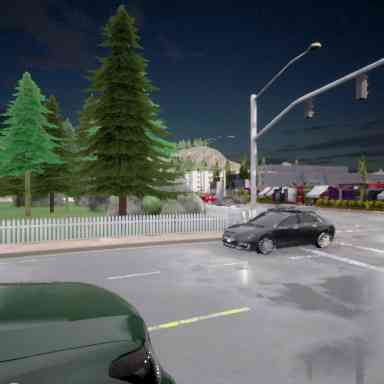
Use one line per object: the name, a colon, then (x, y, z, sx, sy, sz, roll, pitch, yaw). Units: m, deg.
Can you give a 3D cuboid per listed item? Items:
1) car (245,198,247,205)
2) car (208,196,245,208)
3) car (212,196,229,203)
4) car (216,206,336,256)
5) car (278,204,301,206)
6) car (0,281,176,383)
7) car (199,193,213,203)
car: (8.667, 1.547, 62.286, 2.128, 1.511, 4.902, 0, 0, -16)
car: (4.069, 1.547, 39.892, 2.128, 1.511, 4.902, 0, 0, -16)
car: (6.045, 1.559, 71.150, 1.837, 1.490, 4.892, 0, 0, -16)
car: (3.506, 1.501, 13.141, 4.892, 1.490, 1.837, 0, 1, -27)
car: (7.973, 1.656, 26.470, 1.895, 1.301, 4.718, 0, 0, -16)
car: (-2.767, 1.221, 1.662, 5.566, 2.045, 2.150, 0, 0, -36)
car: (2.899, 1.277, 69.600, 2.150, 2.045, 5.566, 0, 0, -17)
